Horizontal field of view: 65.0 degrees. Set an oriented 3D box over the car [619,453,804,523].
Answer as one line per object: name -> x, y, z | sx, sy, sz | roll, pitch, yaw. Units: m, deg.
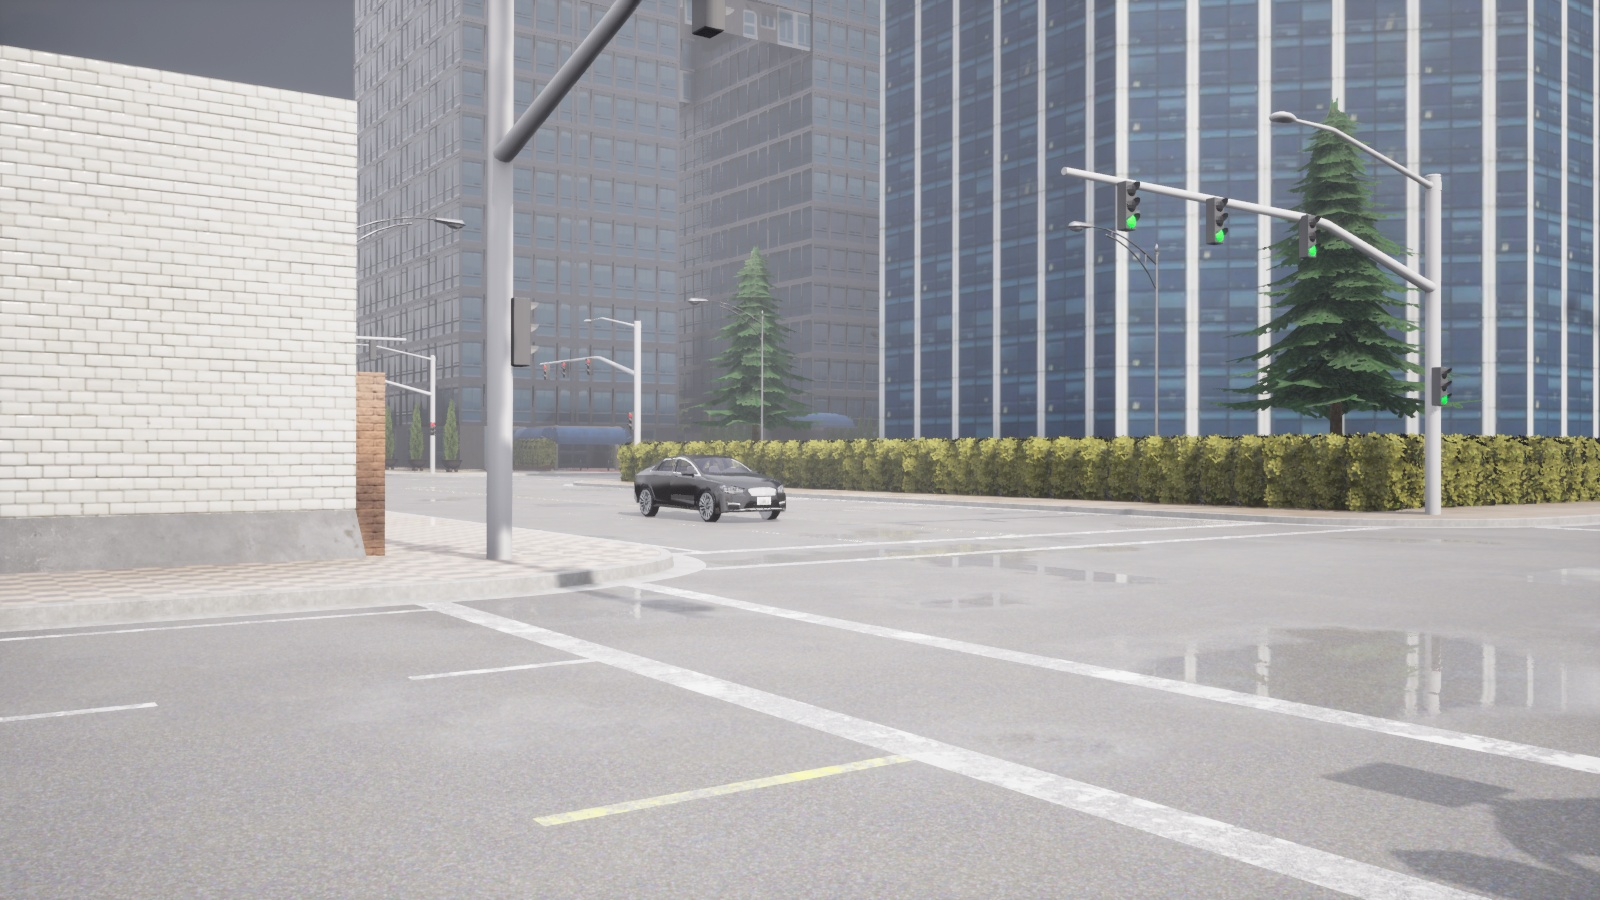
car -> -2.194, 0.834, 29.697 | 2.128, 1.511, 4.902 | 0, 0, -35
